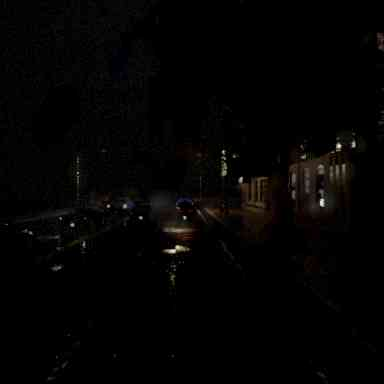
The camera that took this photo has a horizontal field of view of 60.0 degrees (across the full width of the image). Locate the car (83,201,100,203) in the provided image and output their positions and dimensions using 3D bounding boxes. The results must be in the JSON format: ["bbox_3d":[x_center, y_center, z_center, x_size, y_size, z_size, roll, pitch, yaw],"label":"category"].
[{"bbox_3d":[-10.580,1.633,34.588,1.895,1.301,4.718,0,0,-1],"label":"car"}]

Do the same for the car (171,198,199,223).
[{"bbox_3d":[-0.541,1.505,25.544,1.837,1.490,4.892,0,0,-1],"label":"car"}]

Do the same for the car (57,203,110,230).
[{"bbox_3d":[-7.042,1.623,21.701,1.895,1.301,4.718,0,0,-1],"label":"car"}]

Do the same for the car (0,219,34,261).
[{"bbox_3d":[-6.826,1.587,10.700,1.994,1.385,4.181,0,0,-1],"label":"car"}]

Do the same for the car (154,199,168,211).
[{"bbox_3d":[-4.122,1.572,41.185,1.994,1.385,4.181,0,0,-1],"label":"car"}]

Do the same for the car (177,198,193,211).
[{"bbox_3d":[-0.865,1.522,40.838,1.812,1.442,4.674,0,0,-1],"label":"car"}]

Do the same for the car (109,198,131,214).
[{"bbox_3d":[-7.325,1.372,34.166,2.097,1.767,4.553,0,0,-1],"label":"car"}]

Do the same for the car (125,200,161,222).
[{"bbox_3d":[-3.819,1.611,26.811,1.895,1.301,4.718,0,0,-1],"label":"car"}]
